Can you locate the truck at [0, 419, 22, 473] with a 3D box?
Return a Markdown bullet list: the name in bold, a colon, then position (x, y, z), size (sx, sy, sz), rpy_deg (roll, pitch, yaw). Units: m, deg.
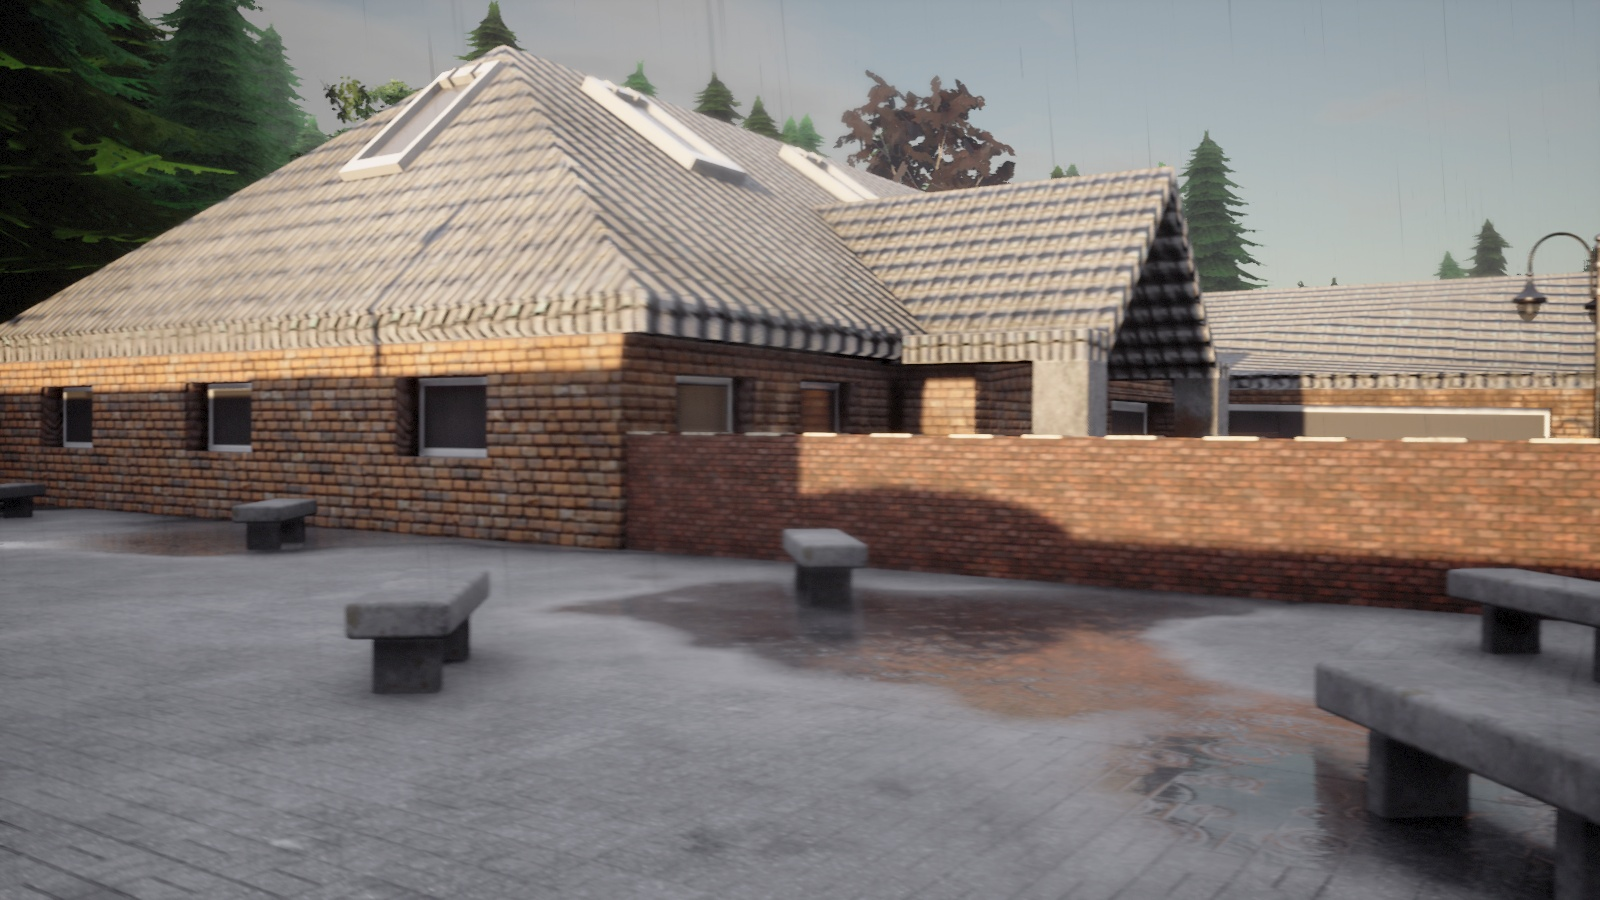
- **truck**: position (-38.576, -0.137, 56.686), size (2.627, 2.467, 5.204), rpy_deg (0, 1, 33)
